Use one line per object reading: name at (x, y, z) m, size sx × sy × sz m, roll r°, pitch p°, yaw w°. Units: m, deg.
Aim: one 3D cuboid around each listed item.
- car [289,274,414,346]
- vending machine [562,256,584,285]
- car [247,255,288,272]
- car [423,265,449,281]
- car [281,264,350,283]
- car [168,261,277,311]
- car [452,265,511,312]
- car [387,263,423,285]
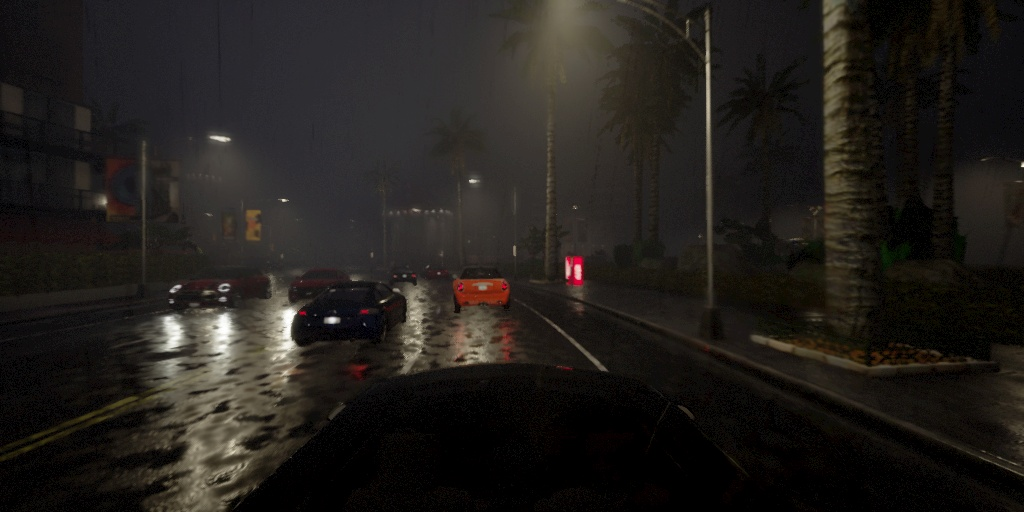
car at (-4.115, 1.373, 9.754) m, size 1.994 × 1.385 × 4.181 m, roll 0°, pitch 0°, yaw -6°
vending machine at (4.204, 1.004, 24.099) m, size 1.100 × 2.100 × 0.880 m, roll 0°, pitch 0°, yaw -16°
car at (-34.809, 1.121, 50.377) m, size 5.566 × 2.045 × 2.150 m, roll 0°, pitch 0°, yaw 22°
car at (-7.210, 1.485, 32.942) m, size 1.994 × 1.385 × 4.181 m, roll 0°, pitch 0°, yaw -26°
car at (-9.322, 1.354, 17.746) m, size 1.882 × 1.535 × 5.008 m, roll 0°, pitch 0°, yaw -15°
car at (-12.384, 1.241, 15.533) m, size 2.097 × 1.767 × 4.553 m, roll 0°, pitch 0°, yaw -14°
car at (-1.392, 1.163, 14.909) m, size 2.097 × 1.767 × 4.553 m, roll 0°, pitch 0°, yaw -9°
car at (-8.366, 1.454, 27.233) m, size 2.033 × 1.411 × 5.357 m, roll 0°, pitch 0°, yaw -21°
